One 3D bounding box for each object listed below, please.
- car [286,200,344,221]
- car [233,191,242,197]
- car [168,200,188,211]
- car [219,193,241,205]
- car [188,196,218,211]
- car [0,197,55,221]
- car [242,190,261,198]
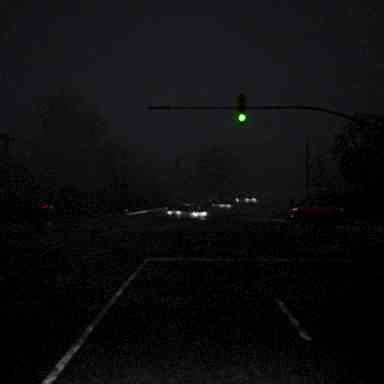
[{"bbox_3d":[10.559,1.547,28.809,4.553,1.767,2.097,0,0,3],"label":"car"},{"bbox_3d":[10.032,0.595,73.911,1.837,1.490,4.892,0,3,30],"label":"car"},{"bbox_3d":[-1.710,1.778,46.086,2.033,1.411,5.357,0,1,16],"label":"car"},{"bbox_3d":[6.426,1.402,58.728,2.033,1.411,5.357,0,2,23],"label":"car"},{"bbox_3d":[1.520,1.723,44.526,2.128,1.511,4.902,0,1,16],"label":"car"},{"bbox_3d":[-15.353,1.505,30.123,5.566,2.045,2.150,-1,0,3],"label":"car"},{"bbox_3d":[13.377,0.401,72.686,2.097,1.767,4.553,0,3,30],"label":"car"}]
